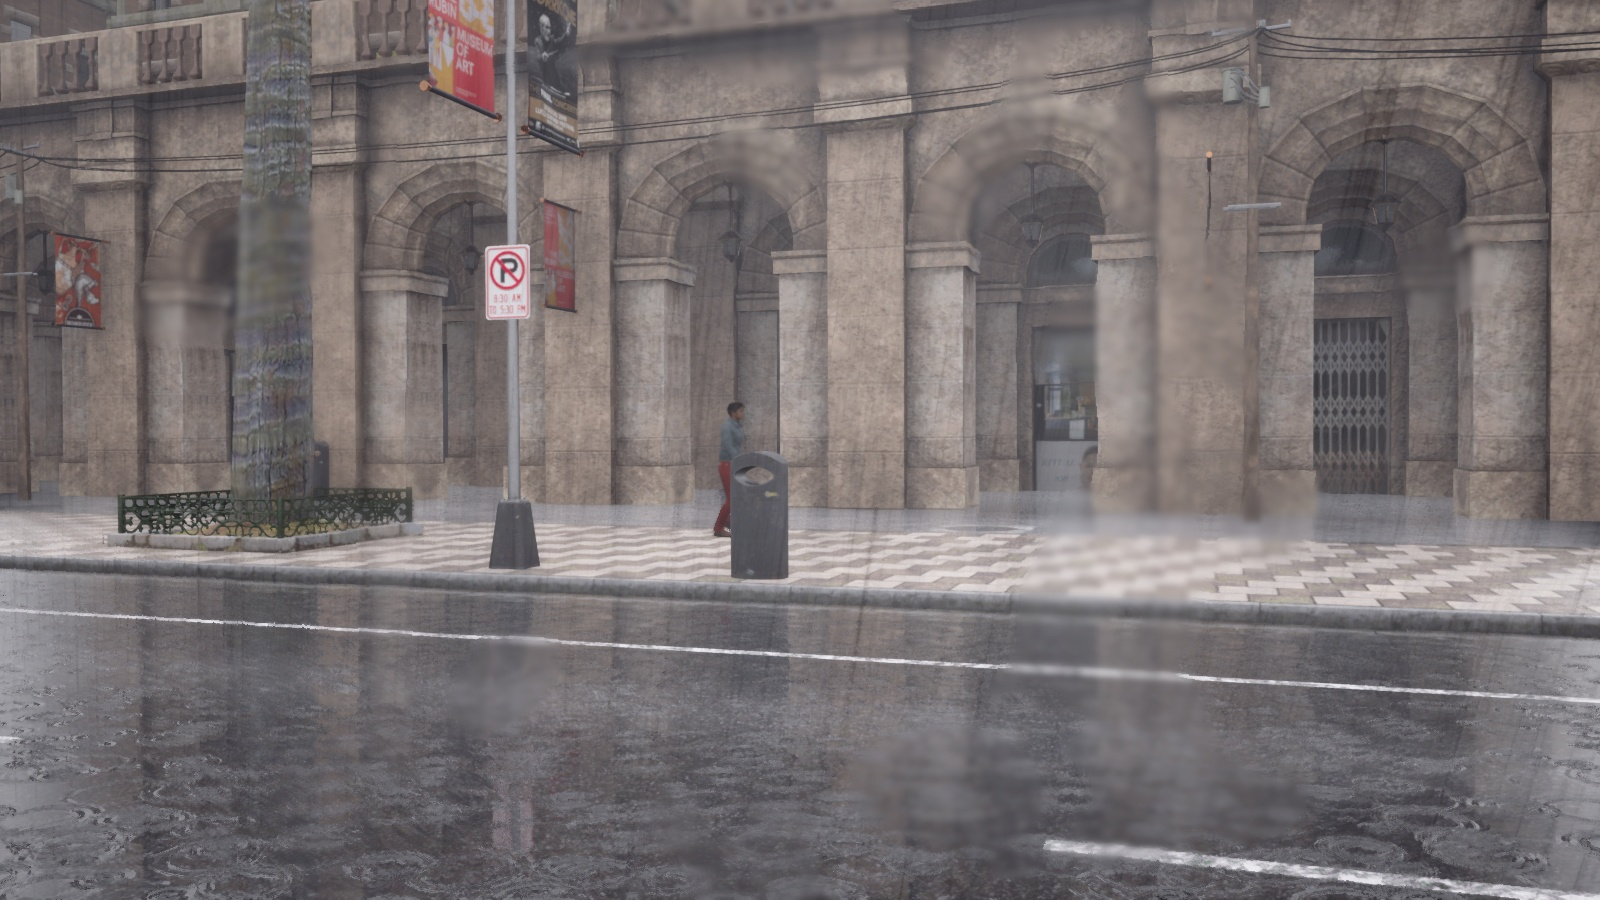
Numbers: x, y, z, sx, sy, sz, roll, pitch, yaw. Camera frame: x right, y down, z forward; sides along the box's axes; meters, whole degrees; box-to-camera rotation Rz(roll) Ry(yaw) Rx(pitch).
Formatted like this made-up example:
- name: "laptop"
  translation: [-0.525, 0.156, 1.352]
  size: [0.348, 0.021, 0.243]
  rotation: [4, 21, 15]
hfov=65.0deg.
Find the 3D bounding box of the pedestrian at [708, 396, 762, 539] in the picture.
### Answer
- name: "pedestrian"
  translation: [-0.852, 0.216, 16.459]
  size: [0.614, 1.847, 0.353]
  rotation: [1, 1, 18]
